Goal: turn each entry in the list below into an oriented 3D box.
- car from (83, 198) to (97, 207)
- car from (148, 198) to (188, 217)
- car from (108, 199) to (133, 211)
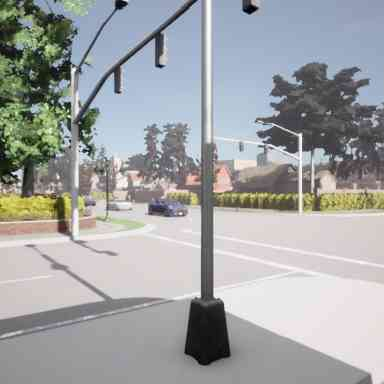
[{"bbox_3d":[-16.215,1.545,50.557,2.033,1.411,5.357,0,0,-36],"label":"car"},{"bbox_3d":[-2.323,1.351,31.360,2.097,1.767,4.553,0,0,-36],"label":"car"},{"bbox_3d":[-8.818,1.524,40.338,1.812,1.442,4.674,0,0,-36],"label":"car"}]
